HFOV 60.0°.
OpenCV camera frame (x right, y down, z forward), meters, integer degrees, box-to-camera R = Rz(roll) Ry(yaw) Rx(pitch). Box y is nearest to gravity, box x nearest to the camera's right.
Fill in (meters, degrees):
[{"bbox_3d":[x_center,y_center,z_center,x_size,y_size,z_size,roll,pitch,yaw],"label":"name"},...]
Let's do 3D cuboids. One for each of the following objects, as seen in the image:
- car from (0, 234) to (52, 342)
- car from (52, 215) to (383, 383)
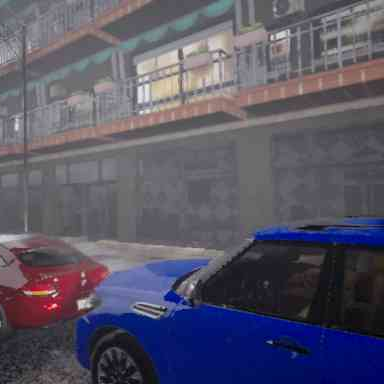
[{"bbox_3d":[-3.510,1.561,6.492,4.674,1.442,1.812,0,0,36],"label":"car"},{"bbox_3d":[1.334,1.242,3.002,5.566,2.045,2.150,0,0,36],"label":"car"}]
